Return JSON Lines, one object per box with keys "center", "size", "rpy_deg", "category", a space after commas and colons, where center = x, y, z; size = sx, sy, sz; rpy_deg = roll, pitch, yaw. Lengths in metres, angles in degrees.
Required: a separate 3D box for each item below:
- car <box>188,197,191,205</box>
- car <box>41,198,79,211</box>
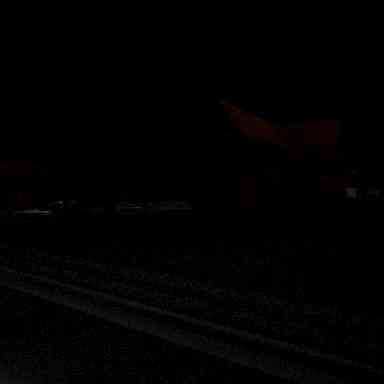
{"center": [0.577, 1.505, 60.566], "size": [1.837, 1.490, 4.892], "rpy_deg": [0, 0, 14], "category": "car"}
{"center": [-16.115, 1.522, 40.808], "size": [1.812, 1.442, 4.674], "rpy_deg": [0, 0, 34], "category": "car"}
